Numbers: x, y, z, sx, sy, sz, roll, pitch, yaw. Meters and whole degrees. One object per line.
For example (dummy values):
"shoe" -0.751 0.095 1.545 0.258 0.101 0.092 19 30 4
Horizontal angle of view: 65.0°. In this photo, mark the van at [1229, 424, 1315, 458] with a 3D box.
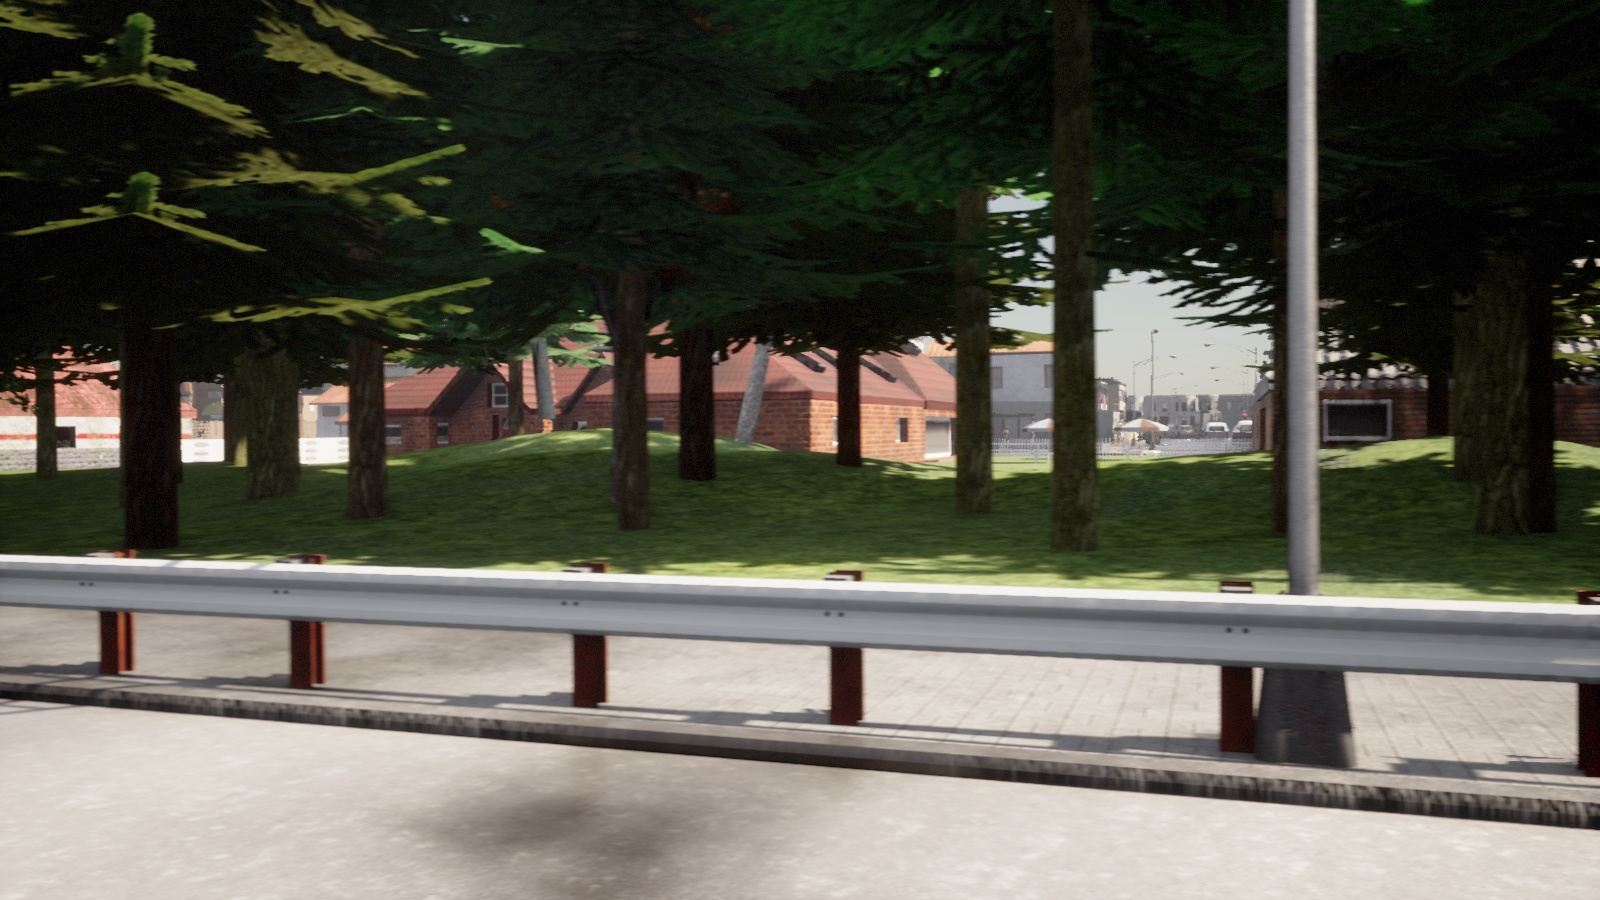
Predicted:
"van" 28.885 -0.584 76.937 4.480 2.038 2.069 1 2 39
